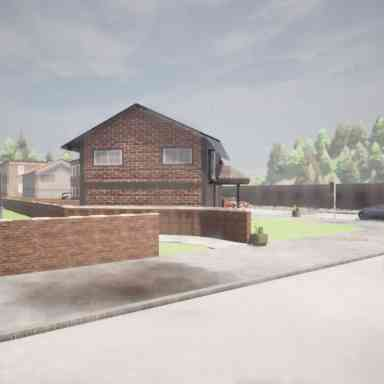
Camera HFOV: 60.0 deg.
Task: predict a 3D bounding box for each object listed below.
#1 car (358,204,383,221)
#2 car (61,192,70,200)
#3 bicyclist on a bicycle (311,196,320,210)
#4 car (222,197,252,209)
[{"bbox_3d":[14.789,1.564,24.899,1.994,1.385,4.181,0,0,-36],"label":"car"},{"bbox_3d":[-14.083,0.973,38.794,1.905,1.878,3.866,0,0,-35],"label":"car"},{"bbox_3d":[14.683,1.349,39.508,1.656,1.620,0.582,0,0,-36],"label":"bicyclist on a bicycle"},{"bbox_3d":[4.832,1.352,38.860,2.097,1.767,4.553,0,0,-36],"label":"car"}]
